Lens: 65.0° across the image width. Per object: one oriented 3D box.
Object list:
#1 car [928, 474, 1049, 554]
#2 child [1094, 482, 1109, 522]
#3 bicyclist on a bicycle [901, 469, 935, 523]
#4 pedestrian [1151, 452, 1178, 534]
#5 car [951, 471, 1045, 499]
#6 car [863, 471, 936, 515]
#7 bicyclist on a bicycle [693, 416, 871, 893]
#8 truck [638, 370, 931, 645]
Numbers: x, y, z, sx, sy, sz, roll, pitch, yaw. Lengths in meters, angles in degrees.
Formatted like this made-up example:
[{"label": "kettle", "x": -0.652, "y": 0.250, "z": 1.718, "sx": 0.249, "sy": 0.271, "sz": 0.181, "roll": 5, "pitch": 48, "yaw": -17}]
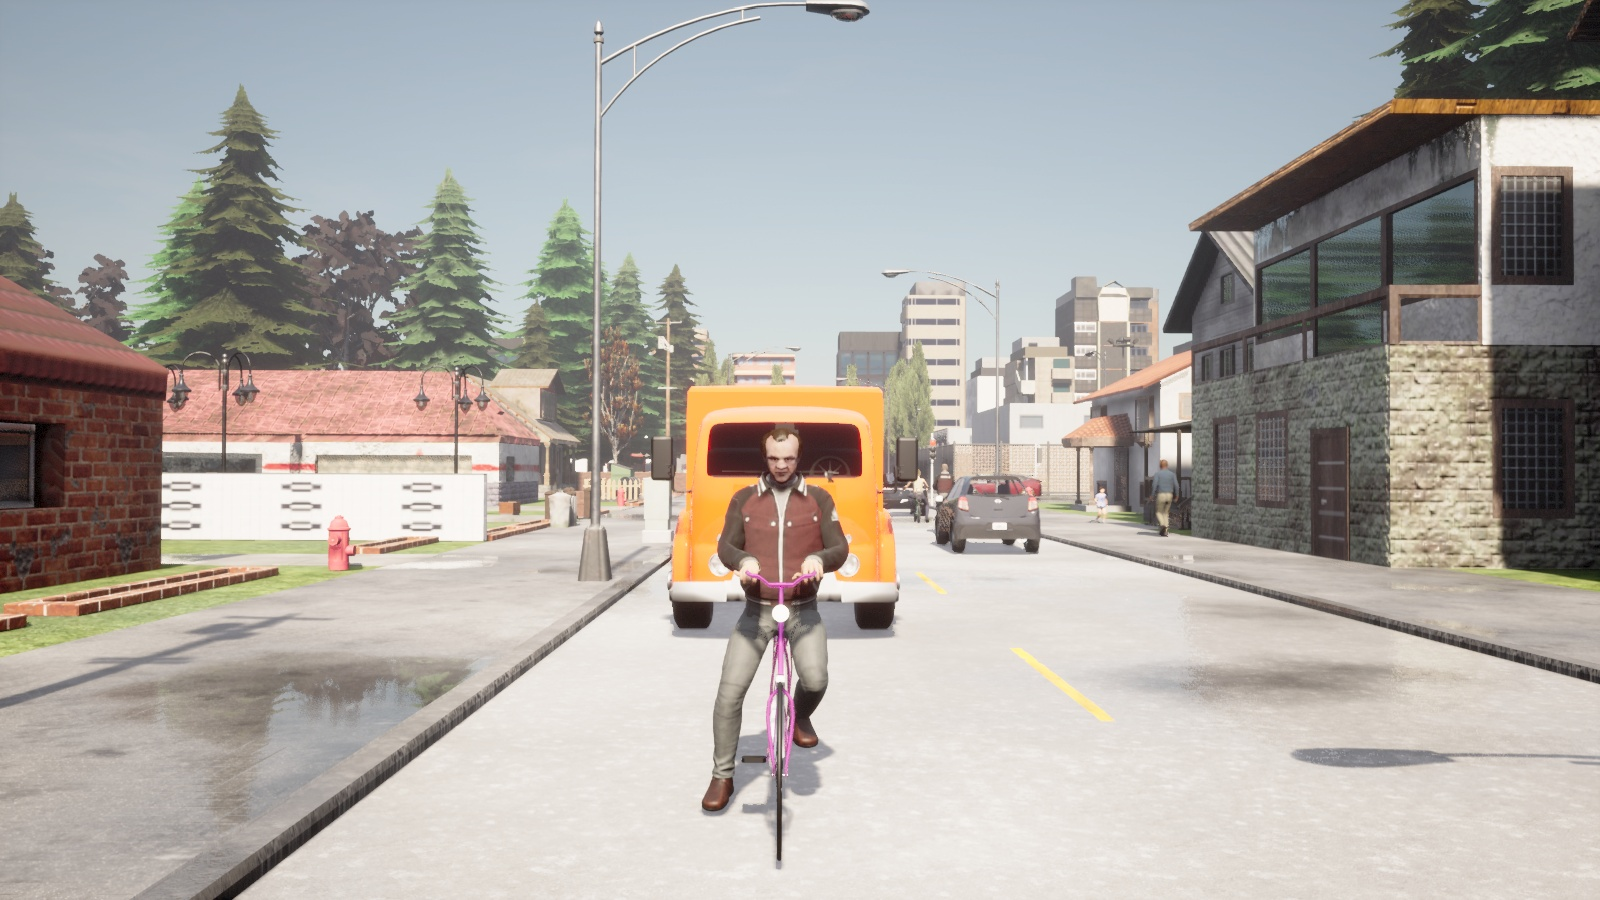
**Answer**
[{"label": "car", "x": 3.717, "y": 1.237, "z": 25.335, "sx": 1.845, "sy": 1.501, "sz": 3.633, "roll": 0, "pitch": -1, "yaw": -1}, {"label": "child", "x": 8.532, "y": 1.465, "z": 35.528, "sx": 0.255, "sy": 1.110, "sz": 0.394, "roll": 0, "pitch": -1, "yaw": -8}, {"label": "bicyclist on a bicycle", "x": 3.580, "y": 1.378, "z": 38.293, "sx": 0.866, "sy": 1.612, "sz": 1.509, "roll": 0, "pitch": -1, "yaw": -1}, {"label": "pedestrian", "x": 8.288, "y": 0.969, "z": 28.554, "sx": 0.370, "sy": 1.835, "sz": 0.726, "roll": 0, "pitch": -1, "yaw": 0}, {"label": "car", "x": 10.835, "y": 1.926, "z": 68.959, "sx": 4.792, "sy": 1.488, "sz": 2.163, "roll": 0, "pitch": -1, "yaw": -1}, {"label": "car", "x": 3.519, "y": 1.516, "z": 45.323, "sx": 2.128, "sy": 1.511, "sz": 4.902, "roll": 0, "pitch": -1, "yaw": -1}, {"label": "bicyclist on a bicycle", "x": -0.079, "y": 0.780, "z": 5.614, "sx": 0.659, "sy": 1.776, "sz": 1.843, "roll": 0, "pitch": -1, "yaw": -1}, {"label": "truck", "x": -0.168, "y": 0.564, "z": 13.921, "sx": 2.627, "sy": 2.467, "sz": 5.204, "roll": 0, "pitch": -1, "yaw": -1}]
